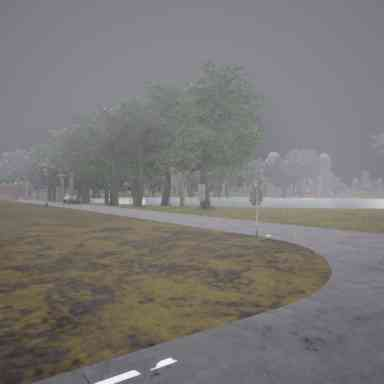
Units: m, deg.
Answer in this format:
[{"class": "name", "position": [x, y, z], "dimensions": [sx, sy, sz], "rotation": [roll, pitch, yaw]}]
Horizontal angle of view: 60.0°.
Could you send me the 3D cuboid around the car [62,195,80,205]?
[{"class": "car", "position": [-21.488, 1.294, 58.979], "dimensions": [2.097, 1.767, 4.553], "rotation": [1, -1, -35]}]
